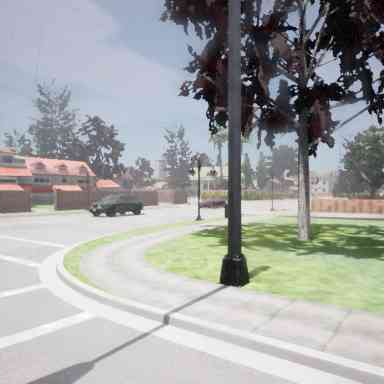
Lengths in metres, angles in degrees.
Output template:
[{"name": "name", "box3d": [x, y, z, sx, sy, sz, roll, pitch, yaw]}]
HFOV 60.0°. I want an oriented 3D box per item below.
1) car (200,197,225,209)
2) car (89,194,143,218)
[{"name": "car", "box3d": [2.724, 1.478, 45.301, 1.882, 1.535, 5.008, 0, 0, 34]}, {"name": "car", "box3d": [-6.947, 1.223, 31.145, 2.150, 2.045, 5.566, 0, 0, 33]}]
